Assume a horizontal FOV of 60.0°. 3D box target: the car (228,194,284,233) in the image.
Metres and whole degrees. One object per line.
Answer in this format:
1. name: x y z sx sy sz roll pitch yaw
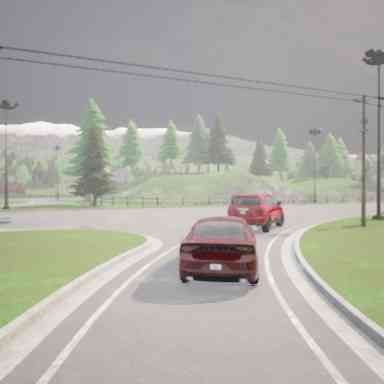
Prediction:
1. car: 3.806 1.115 19.367 2.150 2.045 5.566 0 0 27

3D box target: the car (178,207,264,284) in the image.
1. car: 0.865 1.425 9.518 1.882 1.535 5.008 0 0 8
